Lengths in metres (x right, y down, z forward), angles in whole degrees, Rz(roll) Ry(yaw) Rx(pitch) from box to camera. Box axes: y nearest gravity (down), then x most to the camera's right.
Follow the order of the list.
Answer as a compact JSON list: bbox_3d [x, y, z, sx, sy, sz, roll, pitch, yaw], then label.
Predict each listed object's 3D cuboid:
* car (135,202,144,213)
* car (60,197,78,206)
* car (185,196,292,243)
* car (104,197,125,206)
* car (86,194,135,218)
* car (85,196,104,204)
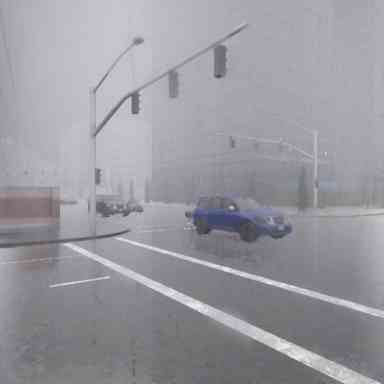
[{"bbox_3d":[-6.734,1.564,35.169,1.994,1.385,4.181,0,0,-36],"label":"car"},{"bbox_3d":[-20.050,1.477,53.852,1.882,1.535,5.008,0,0,-35],"label":"car"},{"bbox_3d":[2.246,1.223,16.622,2.150,2.045,5.566,0,0,-36],"label":"car"},{"bbox_3d":[-13.119,1.526,56.451,1.812,1.442,4.674,0,0,-36],"label":"car"},{"bbox_3d":[-7.632,1.221,30.415,2.150,2.045,5.566,0,0,-36],"label":"car"},{"bbox_3d":[-19.086,1.492,64.785,2.128,1.511,4.902,0,0,-36],"label":"car"}]
